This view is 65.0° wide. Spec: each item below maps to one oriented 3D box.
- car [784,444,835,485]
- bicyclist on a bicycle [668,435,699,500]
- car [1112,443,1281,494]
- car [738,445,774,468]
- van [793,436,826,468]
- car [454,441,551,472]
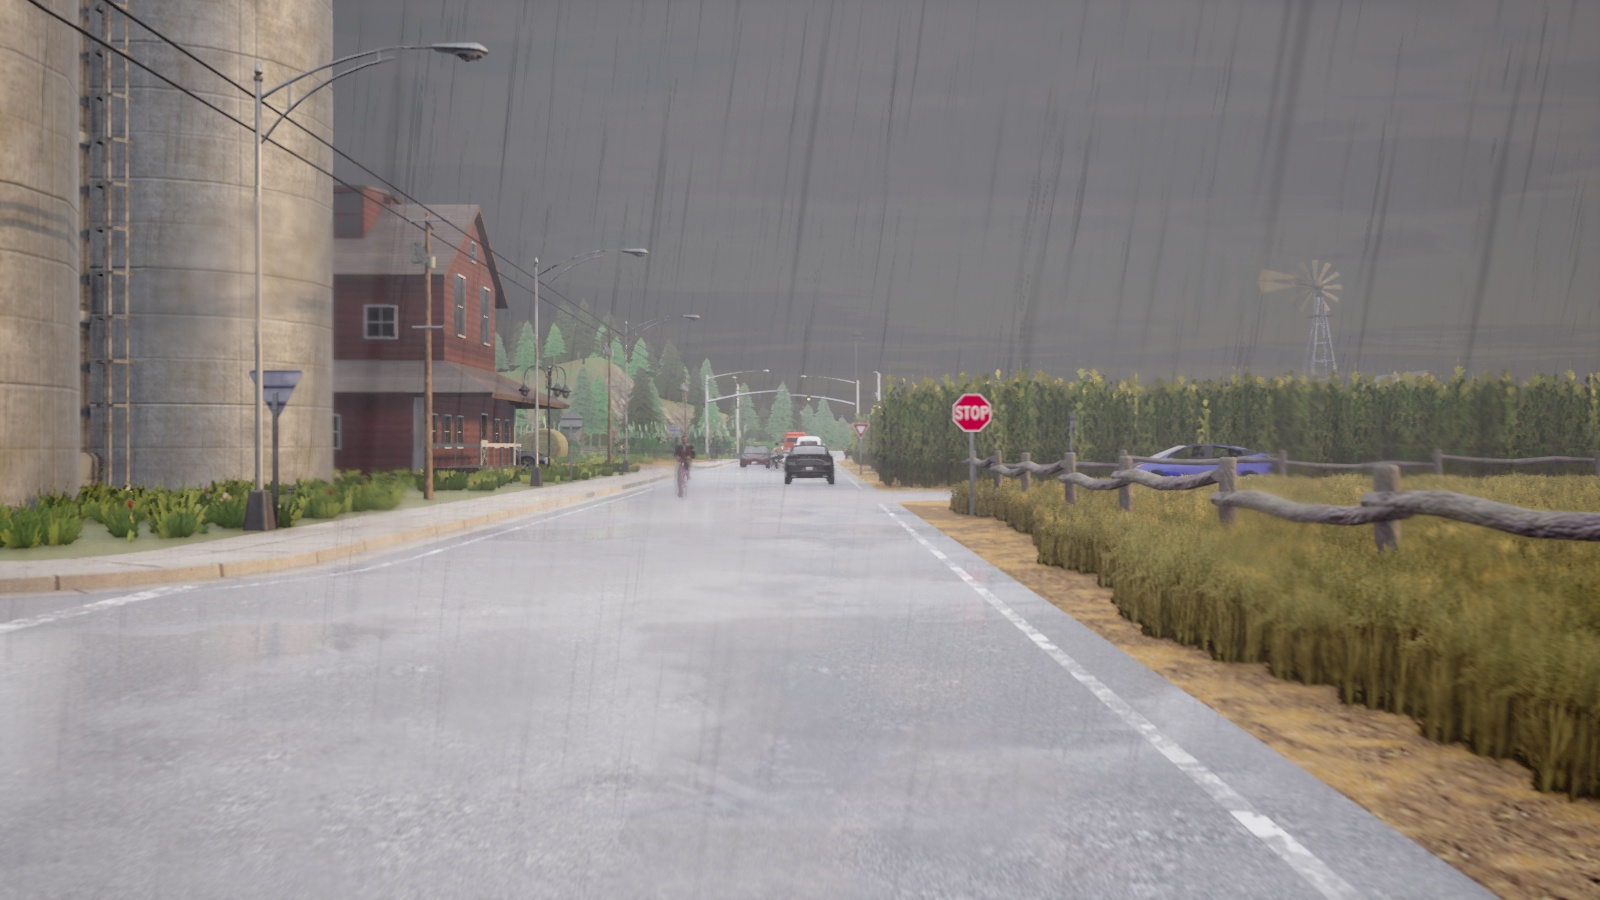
[{"bbox_3d":[0.386,0.525,48.868,1.882,1.535,5.008,0,0,0],"label":"car"},{"bbox_3d":[-3.219,0.473,34.877,0.659,1.776,1.843,0,0,0],"label":"bicyclist on a bicycle"},{"bbox_3d":[12.021,0.544,38.296,4.514,1.525,2.007,0,0,1],"label":"car"},{"bbox_3d":[-2.857,0.406,82.863,2.163,1.488,4.792,0,0,0],"label":"car"},{"bbox_3d":[0.634,0.135,81.918,2.069,2.038,4.480,0,0,1],"label":"van"},{"bbox_3d":[-16.303,0.358,69.029,4.856,1.649,2.033,0,0,0],"label":"car"}]
